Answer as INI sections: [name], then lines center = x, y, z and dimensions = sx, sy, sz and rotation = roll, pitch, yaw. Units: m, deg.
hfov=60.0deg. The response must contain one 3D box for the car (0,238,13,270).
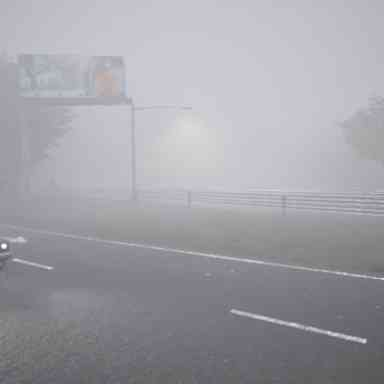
[car]
center = -6.740, 1.389, 8.717
dimensions = 4.718, 1.301, 1.895
rotation = 1, 2, 34
